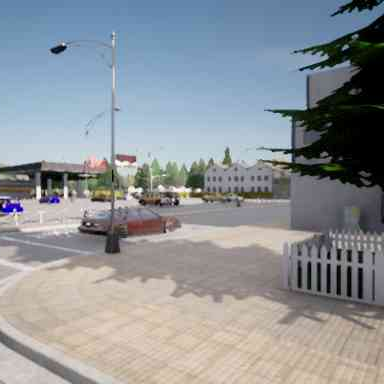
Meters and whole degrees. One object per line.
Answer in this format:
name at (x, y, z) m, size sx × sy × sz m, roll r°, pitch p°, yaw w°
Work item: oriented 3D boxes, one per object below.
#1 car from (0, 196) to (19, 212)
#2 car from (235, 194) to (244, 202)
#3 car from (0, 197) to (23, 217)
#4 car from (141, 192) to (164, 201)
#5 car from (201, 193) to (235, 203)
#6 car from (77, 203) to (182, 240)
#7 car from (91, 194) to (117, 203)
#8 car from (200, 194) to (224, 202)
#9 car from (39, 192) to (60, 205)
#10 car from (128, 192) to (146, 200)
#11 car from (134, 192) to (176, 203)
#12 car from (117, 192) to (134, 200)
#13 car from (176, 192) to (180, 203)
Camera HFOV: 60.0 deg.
car at (-20.124, 1.235, 34.846) m, size 3.806 × 1.475 × 1.970 m, roll 0°, pitch 0°, yaw 36°
car at (7.615, 1.112, 61.303) m, size 3.806 × 1.475 × 1.970 m, roll 0°, pitch 0°, yaw 36°
car at (-15.884, 1.255, 28.066) m, size 3.633 × 1.501 × 1.845 m, roll 0°, pitch 0°, yaw 36°
car at (-8.101, 0.908, 68.706) m, size 4.605 × 1.855 × 1.932 m, roll 0°, pitch 0°, yaw 36°
car at (4.095, 1.035, 55.928) m, size 5.027 × 1.636 × 2.152 m, roll 0°, pitch 0°, yaw 36°
car at (-2.949, 1.483, 16.740) m, size 2.033 × 1.411 × 5.357 m, roll 0°, pitch 0°, yaw 43°
car at (-16.016, 1.105, 59.061) m, size 4.514 × 1.523 × 2.007 m, roll 0°, pitch 0°, yaw 36°
car at (4.077, 1.149, 68.416) m, size 4.514 × 1.523 × 2.007 m, roll 0°, pitch 0°, yaw 36°
car at (-21.938, 1.126, 51.012) m, size 3.633 × 1.501 × 1.845 m, roll 0°, pitch 0°, yaw 36°
car at (-12.521, 0.855, 75.998) m, size 3.866 × 1.878 × 1.905 m, roll 0°, pitch 0°, yaw 36°
car at (-4.822, 0.980, 42.999) m, size 4.605 × 1.855 × 1.932 m, roll 0°, pitch 0°, yaw 36°
car at (-14.975, 1.137, 73.672) m, size 3.806 × 1.475 × 1.970 m, roll 0°, pitch 0°, yaw 36°
car at (-3.443, 0.958, 45.590) m, size 3.866 × 1.878 × 1.905 m, roll 0°, pitch 0°, yaw 36°
